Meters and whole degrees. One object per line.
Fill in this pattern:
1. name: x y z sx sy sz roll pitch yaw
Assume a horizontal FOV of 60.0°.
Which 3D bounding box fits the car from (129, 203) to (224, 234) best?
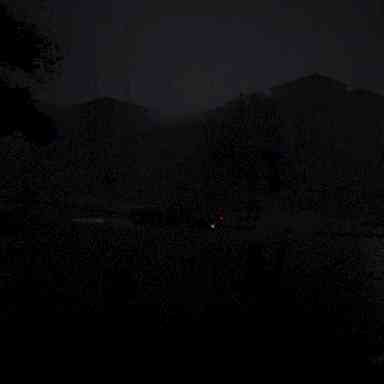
1. car: -0.881 1.202 16.570 4.718 1.301 1.895 3 1 32
